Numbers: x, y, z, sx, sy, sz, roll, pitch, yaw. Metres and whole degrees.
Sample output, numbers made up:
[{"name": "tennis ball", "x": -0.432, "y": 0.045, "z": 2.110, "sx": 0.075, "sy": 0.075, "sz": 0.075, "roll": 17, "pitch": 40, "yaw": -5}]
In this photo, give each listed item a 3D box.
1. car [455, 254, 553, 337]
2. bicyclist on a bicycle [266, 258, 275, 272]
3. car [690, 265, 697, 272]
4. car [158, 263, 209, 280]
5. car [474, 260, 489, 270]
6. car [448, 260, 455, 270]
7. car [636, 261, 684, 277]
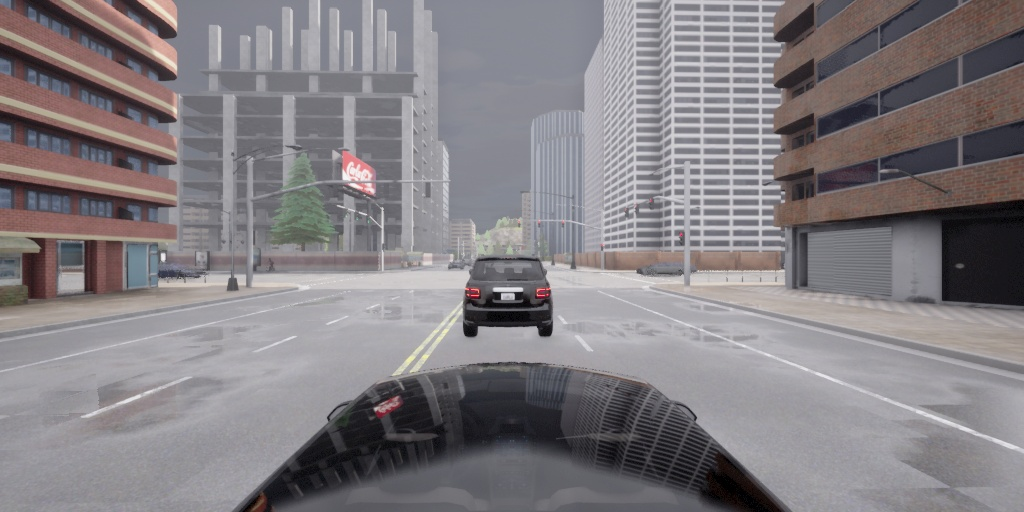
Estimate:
[{"name": "car", "x": -0.114, "y": 0.971, "z": 10.431, "sx": 2.150, "sy": 2.045, "sz": 5.566, "roll": 0, "pitch": 0, "yaw": -1}, {"name": "bicyclist on a bicycle", "x": -28.675, "y": 1.051, "z": 42.574, "sx": 0.582, "sy": 1.620, "sz": 1.656, "roll": 0, "pitch": 0, "yaw": -1}, {"name": "car", "x": 17.109, "y": 1.297, "z": 38.942, "sx": 5.357, "sy": 1.411, "sz": 2.033, "roll": 0, "pitch": 0, "yaw": -1}, {"name": "car", "x": -29.161, "y": 1.297, "z": 30.574, "sx": 5.357, "sy": 1.411, "sz": 2.033, "roll": 0, "pitch": 0, "yaw": -1}, {"name": "car", "x": -4.625, "y": 1.351, "z": 54.738, "sx": 1.895, "sy": 1.301, "sz": 4.718, "roll": 0, "pitch": 0, "yaw": -1}, {"name": "car", "x": -8.077, "y": 1.314, "z": 52.203, "sx": 1.994, "sy": 1.385, "sz": 4.181, "roll": 0, "pitch": 0, "yaw": -1}, {"name": "car", "x": 14.467, "y": 1.314, "z": 35.279, "sx": 4.181, "sy": 1.385, "sz": 1.994, "roll": 0, "pitch": 0, "yaw": -3}]
